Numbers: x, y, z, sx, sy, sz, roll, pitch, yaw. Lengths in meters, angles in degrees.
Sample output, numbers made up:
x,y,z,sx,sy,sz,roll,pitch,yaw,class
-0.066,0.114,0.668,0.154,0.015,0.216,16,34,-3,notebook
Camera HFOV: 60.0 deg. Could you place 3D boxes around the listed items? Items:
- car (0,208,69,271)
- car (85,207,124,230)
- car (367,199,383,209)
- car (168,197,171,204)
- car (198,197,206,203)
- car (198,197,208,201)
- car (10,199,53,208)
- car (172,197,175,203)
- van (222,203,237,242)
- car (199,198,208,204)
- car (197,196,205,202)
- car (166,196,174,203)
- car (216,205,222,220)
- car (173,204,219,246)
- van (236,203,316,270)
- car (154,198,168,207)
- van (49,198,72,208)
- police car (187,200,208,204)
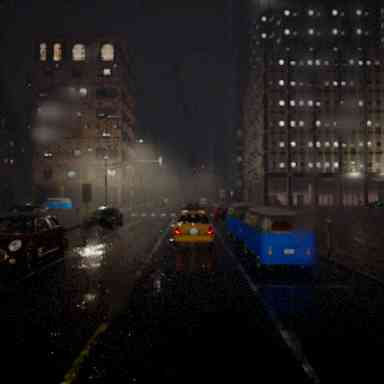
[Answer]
x,y,z,sx,sy,sz,roll,pitch,yaw,class
-5.696,1.515,11.032,1.967,1.590,4.097,1,0,0,car
-5.718,1.712,22.179,1.947,1.339,4.313,1,0,0,car
27.882,1.721,48.524,4.313,1.339,1.947,0,-1,1,car
-5.794,1.847,65.847,1.967,1.590,4.097,1,0,0,car
2.544,2.078,88.464,2.008,1.369,4.403,1,0,0,car
2.574,1.989,71.511,2.008,1.369,4.403,1,0,0,car
-19.914,1.880,40.657,4.403,1.369,2.008,0,-1,1,car
-5.827,2.047,82.799,2.008,1.369,4.403,1,0,0,car
2.676,1.453,16.613,1.690,1.788,3.998,1,0,0,van
2.564,2.013,77.162,1.887,1.381,4.507,1,0,0,car
2.535,1.997,94.118,1.967,1.590,4.097,1,0,0,car
-5.835,1.966,88.451,1.967,1.590,4.097,1,0,0,car
2.653,1.727,27.765,1.887,1.381,4.507,1,0,0,car
0.072,1.564,15.863,1.801,1.575,5.366,0,0,0,car
2.686,1.417,11.037,1.690,1.788,3.998,1,0,0,van
-5.786,1.959,60.193,1.802,1.307,4.206,1,0,0,car
-19.821,1.838,49.039,3.998,1.788,1.690,0,-1,1,van
0.057,1.686,27.687,2.038,1.542,4.974,0,0,0,police car
